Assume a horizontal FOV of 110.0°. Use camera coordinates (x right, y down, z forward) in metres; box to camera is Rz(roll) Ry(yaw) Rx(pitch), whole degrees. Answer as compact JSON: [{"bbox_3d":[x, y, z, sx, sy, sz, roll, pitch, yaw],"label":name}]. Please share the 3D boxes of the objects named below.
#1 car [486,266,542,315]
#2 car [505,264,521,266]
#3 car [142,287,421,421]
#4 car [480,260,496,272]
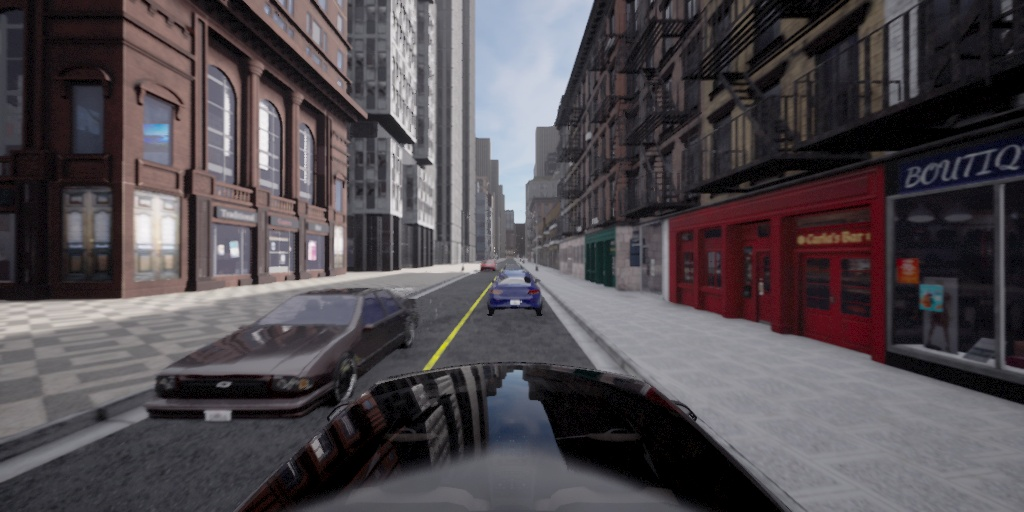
[{"bbox_3d":[0.096,1.277,13.432,1.812,1.442,4.674,0,0,0],"label":"car"},{"bbox_3d":[0.093,1.367,30.595,1.895,1.301,4.718,0,0,0],"label":"car"},{"bbox_3d":[-3.103,1.297,6.447,2.033,1.411,5.357,0,0,0],"label":"car"},{"bbox_3d":[-3.098,1.274,47.014,1.882,1.535,5.008,0,0,0],"label":"car"}]
